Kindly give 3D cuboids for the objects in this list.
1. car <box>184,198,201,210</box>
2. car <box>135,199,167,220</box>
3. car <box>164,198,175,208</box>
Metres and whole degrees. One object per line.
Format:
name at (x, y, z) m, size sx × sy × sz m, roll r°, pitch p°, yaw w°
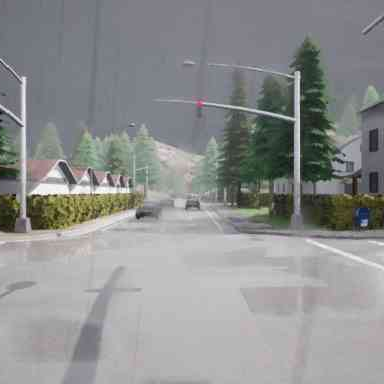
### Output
car at (0.100, 1.519, 43.289) m, size 1.837 × 1.490 × 4.892 m, roll 0°, pitch 0°, yaw 0°
car at (-3.599, 1.557, 28.638) m, size 2.033 × 1.411 × 5.357 m, roll 0°, pitch 0°, yaw 0°
car at (-3.524, 1.580, 47.046) m, size 1.994 × 1.385 × 4.181 m, roll 0°, pitch 0°, yaw 0°
